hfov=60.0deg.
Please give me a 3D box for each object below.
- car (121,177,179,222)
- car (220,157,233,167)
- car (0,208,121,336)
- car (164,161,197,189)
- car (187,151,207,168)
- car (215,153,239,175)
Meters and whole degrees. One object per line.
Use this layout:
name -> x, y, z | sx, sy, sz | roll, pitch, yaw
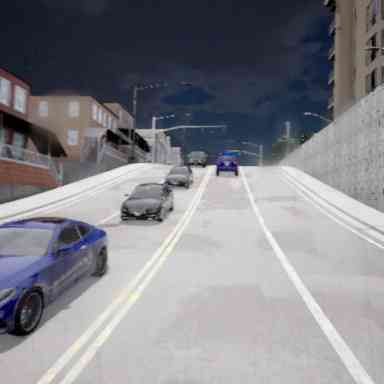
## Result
car -> -2.048, 0.385, 16.260 | 1.837, 1.490, 4.892 | 1, 8, 6
car -> 5.189, -4.423, 49.435 | 1.812, 1.442, 4.674 | 1, 3, 6
car -> -3.071, 1.275, 6.488 | 1.812, 1.442, 4.674 | 1, 3, 6
car -> -0.966, -1.267, 26.327 | 1.837, 1.490, 4.892 | 1, 11, 6
car -> 0.705, -4.015, 41.087 | 2.150, 2.045, 5.566 | 2, 8, 6
car -> 3.583, -2.935, 34.033 | 2.150, 2.045, 5.566 | 1, 9, 5
